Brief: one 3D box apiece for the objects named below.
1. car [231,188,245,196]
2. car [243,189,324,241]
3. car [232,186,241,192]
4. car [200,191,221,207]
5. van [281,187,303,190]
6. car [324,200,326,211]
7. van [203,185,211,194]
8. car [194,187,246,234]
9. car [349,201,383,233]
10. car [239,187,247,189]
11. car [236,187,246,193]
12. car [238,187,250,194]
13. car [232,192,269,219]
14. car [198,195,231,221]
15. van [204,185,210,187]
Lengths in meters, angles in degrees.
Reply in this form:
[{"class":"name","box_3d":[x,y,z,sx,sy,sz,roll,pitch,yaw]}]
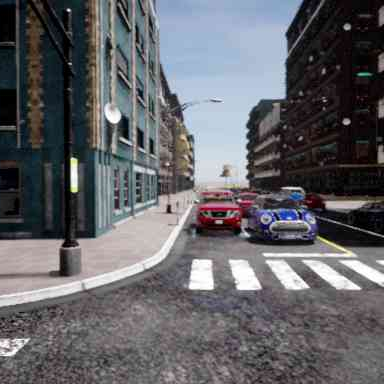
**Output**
[{"class":"car","box_3d":[8.143,-0.009,58.829,1.994,1.385,4.181,0,1,2]},{"class":"car","box_3d":[3.552,0.929,13.872,2.097,1.767,4.553,0,1,3]},{"class":"car","box_3d":[11.655,-0.778,87.866,2.008,1.369,4.403,0,1,2]},{"class":"car","box_3d":[1.789,0.654,32.682,1.887,1.381,4.507,0,1,2]},{"class":"van","box_3d":[9.664,0.433,32.395,1.690,1.788,3.998,0,1,2]},{"class":"car","box_3d":[9.465,0.815,26.854,1.802,1.307,4.206,0,1,2]},{"class":"van","box_3d":[3.182,-0.540,71.503,1.690,1.788,3.998,0,1,2]},{"class":"car","box_3d":[1.190,0.845,16.036,2.192,1.841,5.009,0,1,2]},{"class":"car","box_3d":[9.066,1.079,15.760,1.947,1.339,4.313,0,1,2]},{"class":"car","box_3d":[4.250,0.585,32.486,1.882,1.535,5.008,0,1,2]},{"class":"car","box_3d":[11.257,-0.498,76.773,1.887,1.381,4.507,0,1,2]},{"class":"car","box_3d":[11.057,-0.355,71.226,1.887,1.381,4.507,0,1,2]},{"class":"car","box_3d":[3.910,0.823,23.076,1.882,1.535,5.008,0,1,2]},{"class":"car","box_3d":[1.390,0.935,21.589,1.887,1.381,4.507,0,1,2]},{"class":"van","box_3d":[1.987,0.310,38.224,1.690,1.788,3.998,0,1,2]}]
